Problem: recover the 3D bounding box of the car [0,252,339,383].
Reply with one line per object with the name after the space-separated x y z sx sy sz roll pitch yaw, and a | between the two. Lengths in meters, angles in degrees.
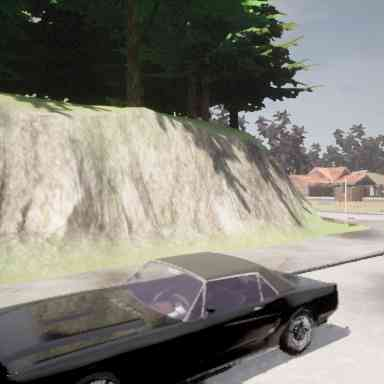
-0.135 1.601 4.503 4.718 1.301 1.895 0 0 -35 | car
